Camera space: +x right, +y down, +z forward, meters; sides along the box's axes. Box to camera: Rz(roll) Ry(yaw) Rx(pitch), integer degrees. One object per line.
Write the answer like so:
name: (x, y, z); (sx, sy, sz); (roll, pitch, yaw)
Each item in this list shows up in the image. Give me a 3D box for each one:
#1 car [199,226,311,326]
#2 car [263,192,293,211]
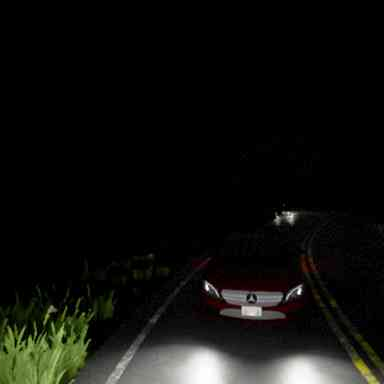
car: (1.356, 1.530, 7.290); (1.812, 1.442, 4.674); (-1, 0, 11)
car: (9.665, 1.014, 37.986); (2.150, 2.045, 5.566); (1, 0, -3)
